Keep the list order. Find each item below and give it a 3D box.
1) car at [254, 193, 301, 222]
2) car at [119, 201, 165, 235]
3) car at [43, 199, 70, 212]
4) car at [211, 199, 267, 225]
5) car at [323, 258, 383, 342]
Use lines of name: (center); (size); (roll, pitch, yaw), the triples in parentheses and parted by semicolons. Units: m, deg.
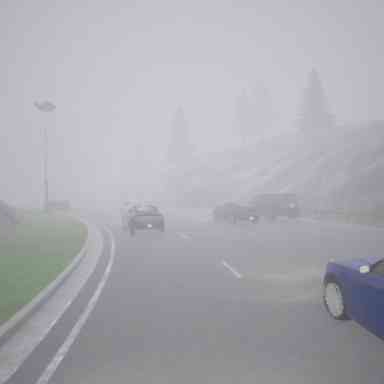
car: (6.004, 1.110, 25.768); (2.150, 2.045, 5.566); (0, 0, -22)
car: (-2.861, 1.506, 19.020); (2.128, 1.511, 4.902); (-1, 0, -18)
car: (-17.492, 1.655, 42.692); (1.882, 1.535, 5.008); (0, -1, -44)
car: (2.981, 1.436, 23.624); (1.837, 1.490, 4.892); (1, 0, -21)
car: (3.451, 1.427, 4.181); (1.882, 1.535, 5.008); (0, 0, -3)
